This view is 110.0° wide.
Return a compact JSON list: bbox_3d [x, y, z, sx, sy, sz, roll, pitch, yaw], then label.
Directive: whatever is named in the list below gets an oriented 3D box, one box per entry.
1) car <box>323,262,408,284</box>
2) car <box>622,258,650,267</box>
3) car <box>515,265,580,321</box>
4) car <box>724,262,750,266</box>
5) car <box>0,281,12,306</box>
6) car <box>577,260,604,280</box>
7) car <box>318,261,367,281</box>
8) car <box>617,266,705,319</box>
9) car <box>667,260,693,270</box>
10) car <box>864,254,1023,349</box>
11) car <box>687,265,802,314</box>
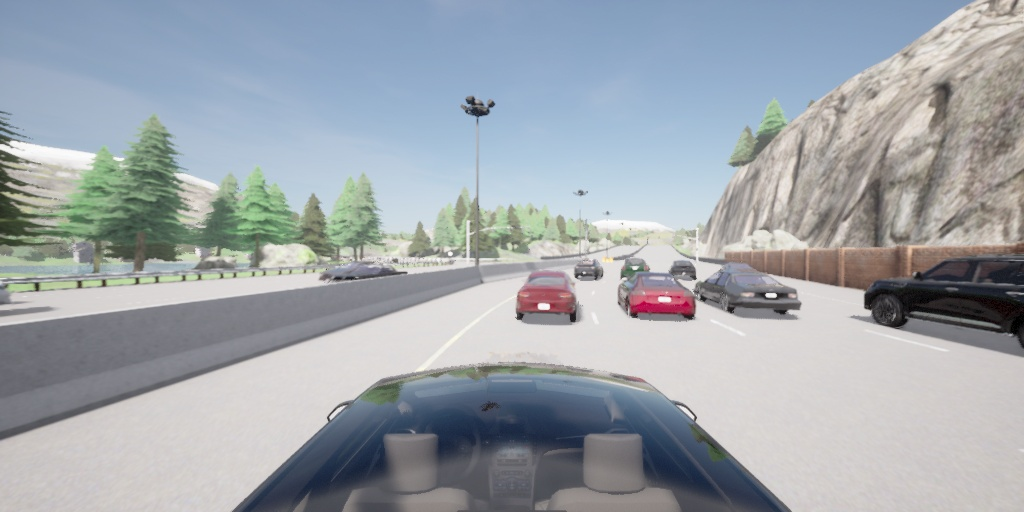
[{"bbox_3d":[-7.943,1.168,20.277,1.895,1.301,4.718,0,0,15],"label":"car"},{"bbox_3d":[9.798,0.934,28.397,2.097,1.767,4.553,0,0,21],"label":"car"},{"bbox_3d":[1.260,1.199,12.123,1.812,1.442,4.674,0,1,10],"label":"car"},{"bbox_3d":[16.433,1.176,26.321,2.033,1.411,5.357,0,0,22],"label":"car"},{"bbox_3d":[-16.884,1.139,9.370,1.812,1.442,4.674,0,0,6],"label":"car"},{"bbox_3d":[6.238,1.053,28.930,2.128,1.511,4.902,0,0,21],"label":"car"},{"bbox_3d":[-10.441,1.071,24.389,2.033,1.411,5.357,0,0,16],"label":"car"},{"bbox_3d":[4.902,1.249,12.632,1.994,1.385,4.181,0,0,10],"label":"car"},{"bbox_3d":[14.041,1.095,29.708,1.837,1.490,4.892,0,0,21],"label":"car"},{"bbox_3d":[11.185,0.973,8.075,2.150,2.045,5.566,0,1,6],"label":"car"},{"bbox_3d":[8.529,1.242,13.527,2.033,1.411,5.357,0,0,12],"label":"car"}]
